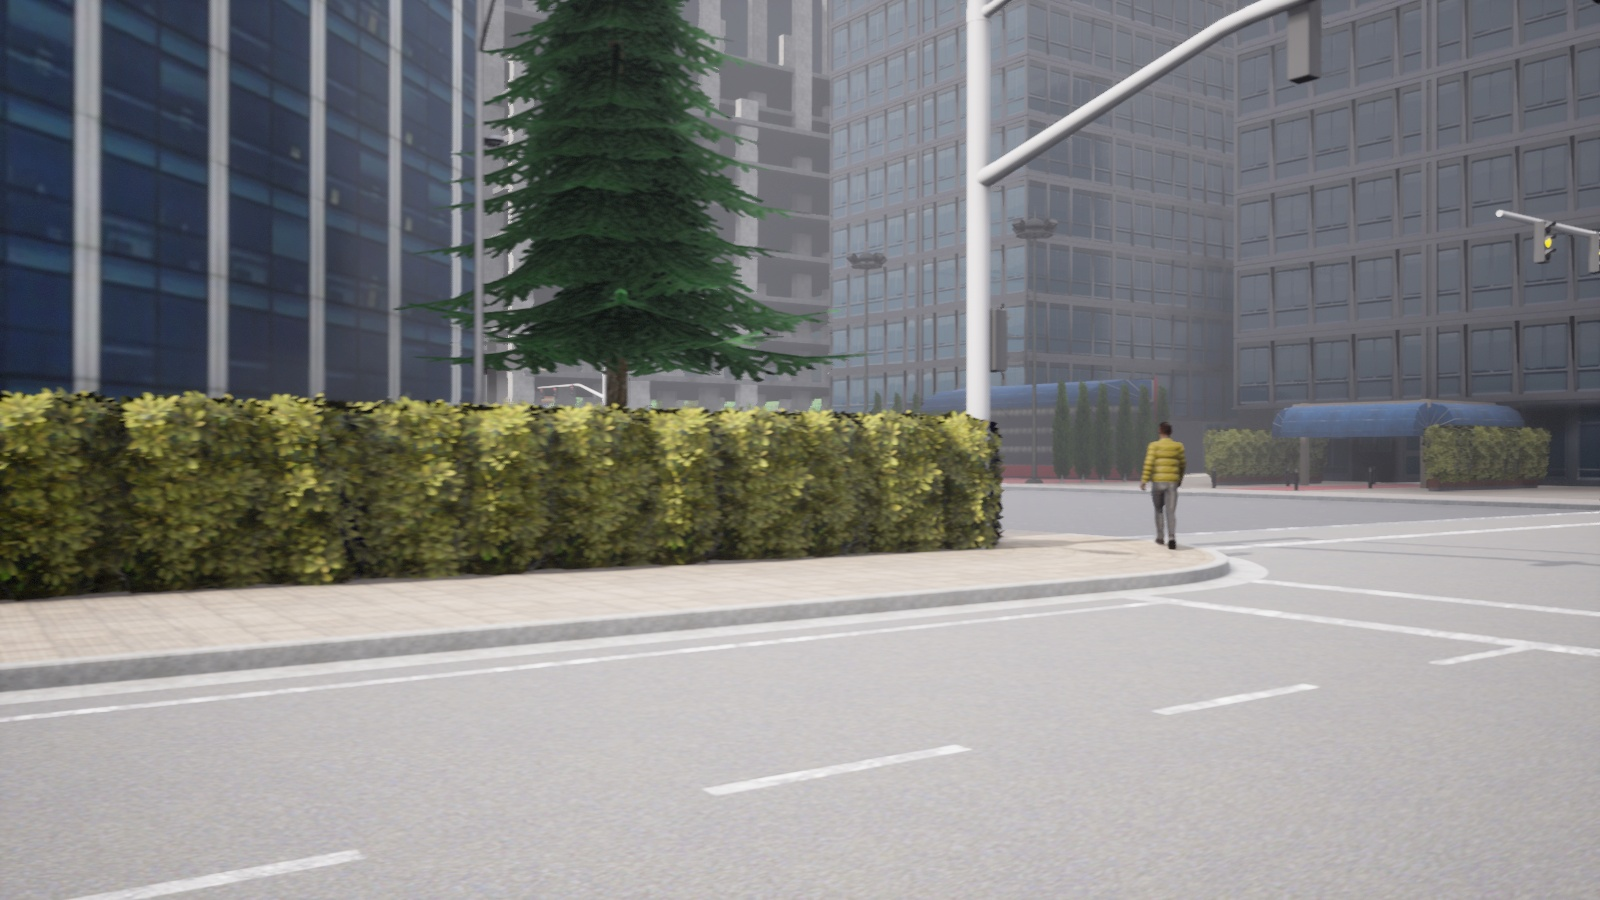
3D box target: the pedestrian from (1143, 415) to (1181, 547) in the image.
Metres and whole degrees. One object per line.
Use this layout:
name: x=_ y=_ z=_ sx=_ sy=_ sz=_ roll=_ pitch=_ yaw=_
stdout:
pedestrian: x=5.144 y=0.432 z=17.879 sx=0.431 sy=1.840 sz=0.709 roll=0 pitch=0 yaw=9
